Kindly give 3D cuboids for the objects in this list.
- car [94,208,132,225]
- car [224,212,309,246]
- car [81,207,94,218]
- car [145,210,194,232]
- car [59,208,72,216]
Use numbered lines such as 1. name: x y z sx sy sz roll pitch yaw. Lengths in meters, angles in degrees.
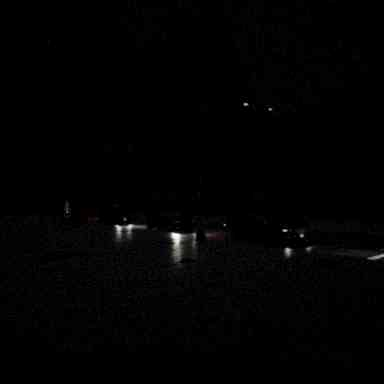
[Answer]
1. car: -7.795 2.446 33.706 2.128 1.511 4.902 -1 -1 -35
2. car: 3.744 1.842 17.548 2.128 1.511 4.902 -1 -1 -35
3. car: -15.529 3.015 49.561 2.128 1.511 4.902 -1 -2 -35
4. car: -1.781 2.107 25.268 1.882 1.535 5.008 -1 -1 -36
5. car: -21.949 3.556 58.523 1.895 1.301 4.718 -1 -2 -35
